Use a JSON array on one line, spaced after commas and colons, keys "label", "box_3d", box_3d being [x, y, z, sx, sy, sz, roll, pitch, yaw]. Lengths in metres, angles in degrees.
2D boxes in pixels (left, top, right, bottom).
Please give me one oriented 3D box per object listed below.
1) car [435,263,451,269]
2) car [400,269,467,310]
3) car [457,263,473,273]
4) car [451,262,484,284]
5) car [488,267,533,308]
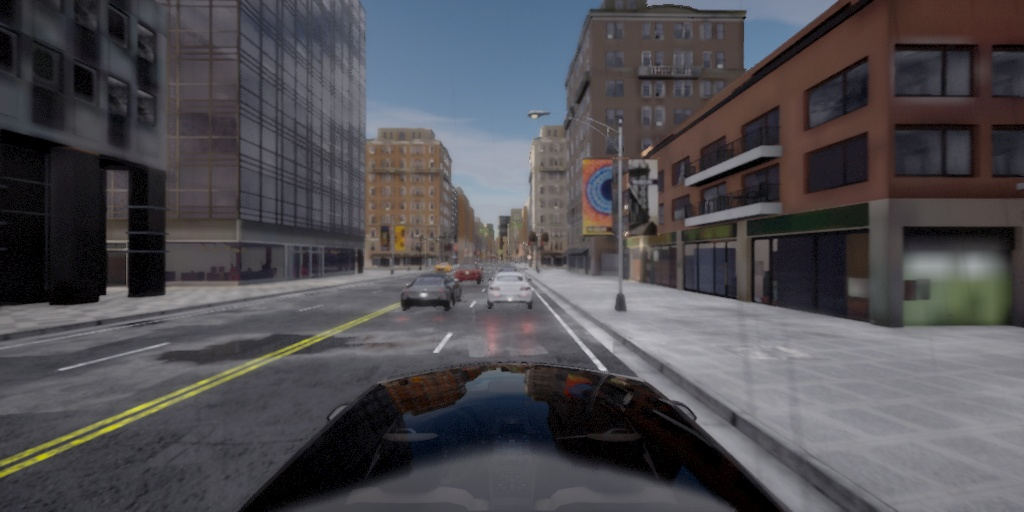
[{"label": "car", "box_3d": [-10.404, 1.758, 54.689, 1.882, 1.535, 5.008, 0, -1, 0]}, {"label": "car", "box_3d": [-3.332, 1.452, 15.508, 1.994, 1.385, 4.181, 0, 0, 0]}, {"label": "car", "box_3d": [-7.155, 1.809, 55.080, 1.812, 1.442, 4.674, 0, -1, 0]}, {"label": "car", "box_3d": [-3.532, 1.387, 30.391, 2.097, 1.767, 4.553, 0, -1, 0]}, {"label": "car", "box_3d": [-0.085, 1.416, 15.927, 1.812, 1.442, 4.674, 0, 0, 0]}]
